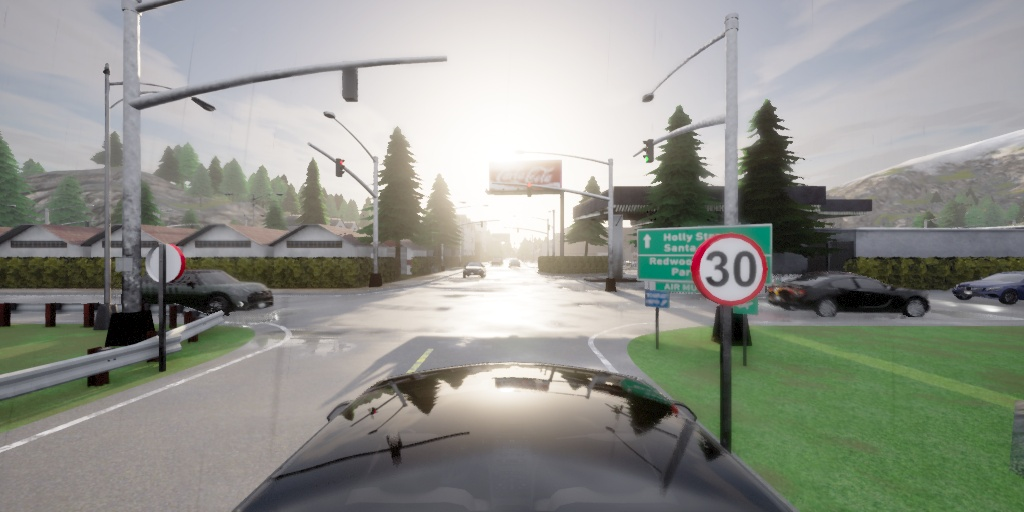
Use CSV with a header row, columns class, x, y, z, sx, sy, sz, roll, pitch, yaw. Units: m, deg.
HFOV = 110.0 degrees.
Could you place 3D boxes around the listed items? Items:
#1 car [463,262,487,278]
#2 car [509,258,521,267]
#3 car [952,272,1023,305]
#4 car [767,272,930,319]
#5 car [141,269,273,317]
class,x,y,z,sx,sy,sz,roll,pitch,yaw
car,-3.469,1.291,33.817,1.812,1.442,4.674,1,-1,0
car,0.427,1.275,64.188,1.812,1.442,4.674,0,0,0
car,23.931,1.467,16.947,4.674,1.442,1.812,0,0,1
car,12.433,1.419,13.385,5.008,1.535,1.882,0,0,1
car,-11.754,1.294,13.663,4.553,1.767,2.097,0,0,1
